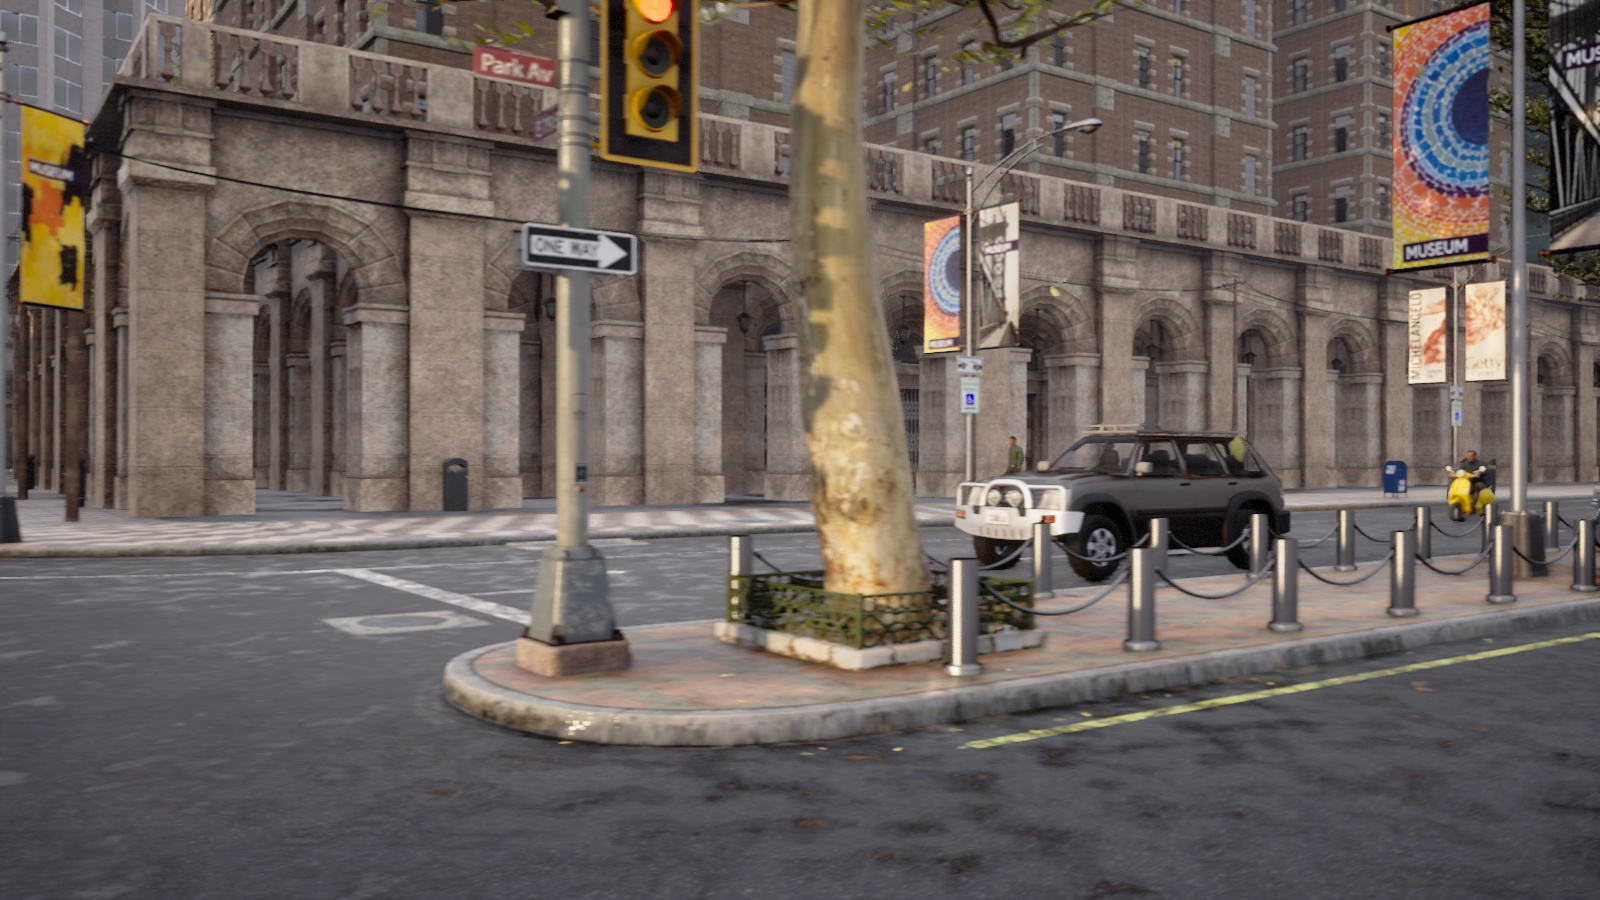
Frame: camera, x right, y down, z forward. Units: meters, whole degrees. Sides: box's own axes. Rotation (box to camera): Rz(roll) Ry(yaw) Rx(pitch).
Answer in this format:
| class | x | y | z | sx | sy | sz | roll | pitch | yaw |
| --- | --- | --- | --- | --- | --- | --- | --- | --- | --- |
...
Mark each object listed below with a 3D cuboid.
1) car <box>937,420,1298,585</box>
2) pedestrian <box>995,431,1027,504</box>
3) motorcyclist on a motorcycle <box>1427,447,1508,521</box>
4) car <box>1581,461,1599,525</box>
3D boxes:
| class | x | y | z | sx | sy | sz | roll | pitch | yaw |
| --- | --- | --- | --- | --- | --- | --- | --- | --- | --- |
| car | 4.173 | 0.592 | 16.238 | 4.605 | 1.855 | 1.932 | 0 | 0 | -34 |
| pedestrian | 5.686 | 0.472 | 33.861 | 0.788 | 1.949 | 0.423 | 0 | 0 | -35 |
| motorcyclist on a motorcycle | 14.914 | 0.735 | 28.051 | 1.817 | 1.590 | 0.866 | 0 | 0 | -35 |
| car | 18.446 | 0.871 | 26.245 | 4.718 | 1.301 | 1.895 | 0 | 0 | -35 |
